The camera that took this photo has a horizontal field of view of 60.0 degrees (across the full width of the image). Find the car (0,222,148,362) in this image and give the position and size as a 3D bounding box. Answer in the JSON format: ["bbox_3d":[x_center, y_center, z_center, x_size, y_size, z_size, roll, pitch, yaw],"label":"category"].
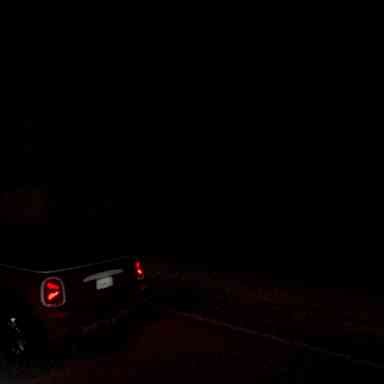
[{"bbox_3d":[-3.016,1.346,6.137,4.553,1.767,2.097,0,0,36],"label":"car"}]
